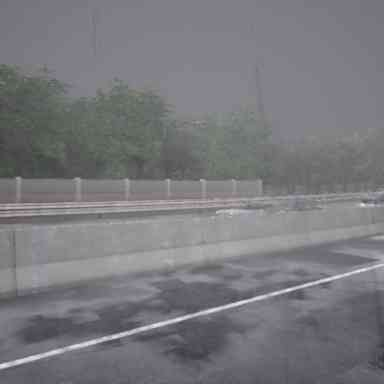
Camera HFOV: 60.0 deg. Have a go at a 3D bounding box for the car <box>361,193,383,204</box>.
[{"bbox_3d":[25.507,0.857,45.911,5.357,1.411,2.033,-2,1,-36],"label":"car"}]

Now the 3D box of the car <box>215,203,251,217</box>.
[{"bbox_3d":[3.963,1.488,23.840,4.718,1.301,1.895,-1,1,-35],"label":"car"}]

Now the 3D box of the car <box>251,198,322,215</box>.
[{"bbox_3d":[6.305,1.234,21.196,4.553,1.767,2.097,-1,1,-35],"label":"car"}]
